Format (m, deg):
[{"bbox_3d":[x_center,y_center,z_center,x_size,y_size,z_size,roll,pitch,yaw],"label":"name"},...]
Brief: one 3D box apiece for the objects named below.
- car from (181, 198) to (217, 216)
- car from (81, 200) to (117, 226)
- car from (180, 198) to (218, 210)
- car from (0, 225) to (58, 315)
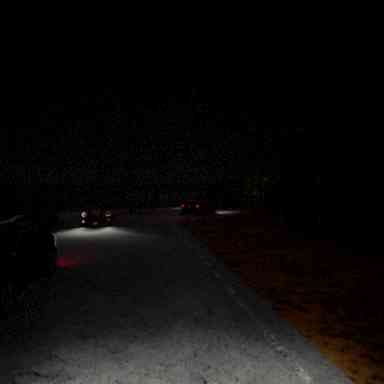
[{"bbox_3d":[0.787,1.361,32.948,2.097,1.767,4.553,-1,0,28],"label":"car"},{"bbox_3d":[-6.700,1.501,24.261,2.097,1.767,4.553,-1,0,-8],"label":"car"},{"bbox_3d":[0.859,1.563,44.425,2.033,1.411,5.357,-1,0,-38],"label":"car"},{"bbox_3d":[-4.529,1.567,7.637,2.128,1.511,4.902,-1,0,-8],"label":"car"}]
